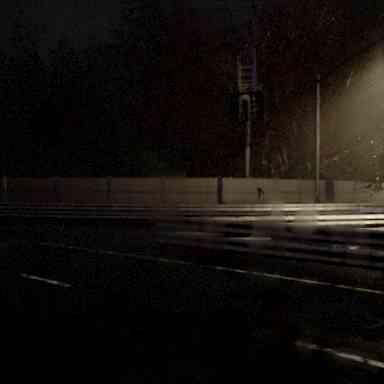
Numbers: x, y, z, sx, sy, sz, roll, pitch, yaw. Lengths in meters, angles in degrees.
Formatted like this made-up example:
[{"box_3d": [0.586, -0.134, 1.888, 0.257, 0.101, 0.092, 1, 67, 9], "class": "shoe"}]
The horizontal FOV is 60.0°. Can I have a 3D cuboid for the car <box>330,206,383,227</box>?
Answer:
[{"box_3d": [10.286, 1.489, 18.223, 5.357, 1.411, 2.033, 0, 0, -20], "class": "car"}]
